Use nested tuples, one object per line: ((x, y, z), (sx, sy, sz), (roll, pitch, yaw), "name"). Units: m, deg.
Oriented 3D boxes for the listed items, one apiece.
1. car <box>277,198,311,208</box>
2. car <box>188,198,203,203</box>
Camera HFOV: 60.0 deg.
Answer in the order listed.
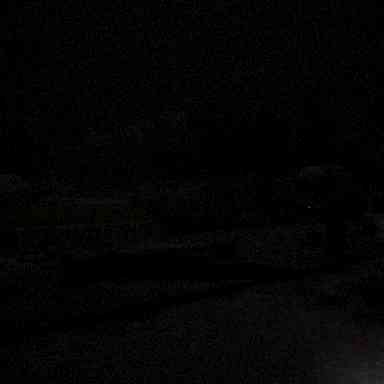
((11.648, 1.503, 37.191), (1.837, 1.490, 4.892), (0, 0, -35), "car")
((0.839, 1.600, 52.700), (1.895, 1.301, 4.718), (0, 0, -35), "car")
